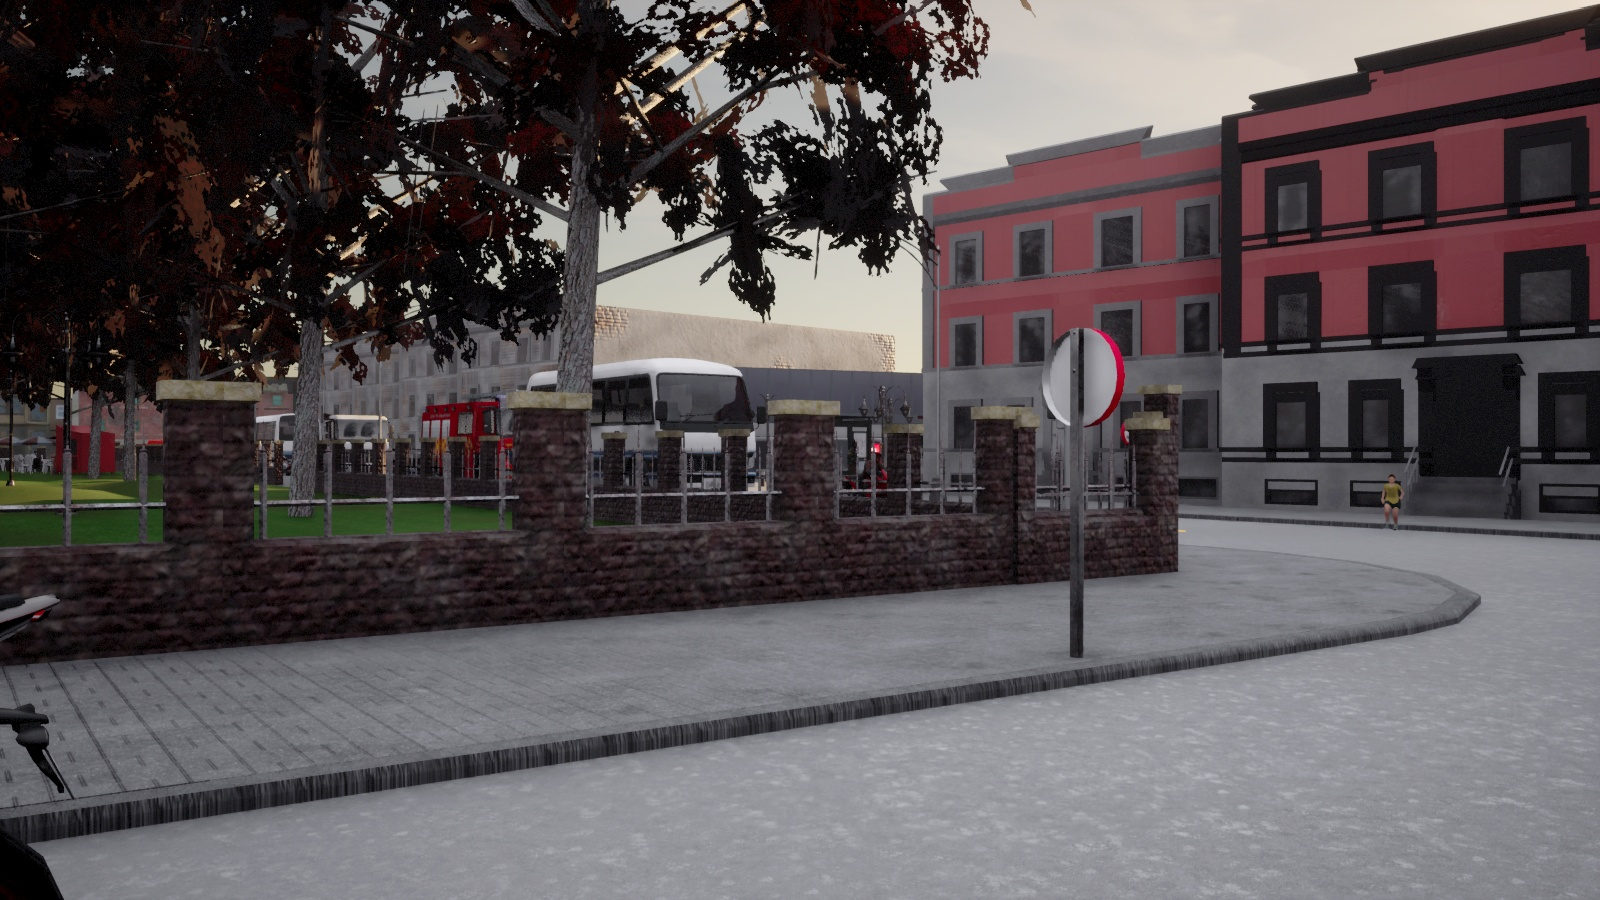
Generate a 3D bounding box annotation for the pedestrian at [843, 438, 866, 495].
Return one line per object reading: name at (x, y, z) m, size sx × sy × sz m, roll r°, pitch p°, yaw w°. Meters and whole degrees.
pedestrian at (1.849, 0.555, 42.558) m, size 0.692 × 1.930 × 0.395 m, roll 0°, pitch 0°, yaw 41°

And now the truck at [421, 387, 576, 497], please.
truck at (-11.704, -0.277, 48.073) m, size 2.891 × 3.827 × 8.468 m, roll 0°, pitch 0°, yaw -35°

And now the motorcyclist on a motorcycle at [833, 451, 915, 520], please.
motorcyclist on a motorcycle at (1.688, 0.794, 28.856) m, size 0.797 × 1.523 × 2.044 m, roll 0°, pitch 0°, yaw -35°

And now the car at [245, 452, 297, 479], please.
car at (-33.411, 0.939, 79.190) m, size 2.033 × 1.649 × 4.856 m, roll 0°, pitch 0°, yaw -35°

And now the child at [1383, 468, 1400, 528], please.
child at (11.214, 0.905, 23.801) m, size 0.255 × 1.110 × 0.394 m, roll 0°, pitch 0°, yaw 32°

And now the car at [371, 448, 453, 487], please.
car at (-17.433, 0.764, 56.298) m, size 2.242 × 1.667 × 4.611 m, roll 0°, pitch 0°, yaw -35°

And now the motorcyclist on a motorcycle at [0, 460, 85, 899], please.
motorcyclist on a motorcycle at (-2.687, 0.791, 2.423) m, size 2.191 × 1.530 × 0.866 m, roll 0°, pitch 0°, yaw -36°

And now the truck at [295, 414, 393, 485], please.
truck at (-23.914, -0.026, 65.594) m, size 2.891 × 3.462 × 7.936 m, roll 0°, pitch 0°, yaw -35°

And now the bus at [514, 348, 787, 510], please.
bus at (-4.915, -0.527, 38.321) m, size 3.944 × 4.253 × 10.273 m, roll 0°, pitch 0°, yaw -34°
